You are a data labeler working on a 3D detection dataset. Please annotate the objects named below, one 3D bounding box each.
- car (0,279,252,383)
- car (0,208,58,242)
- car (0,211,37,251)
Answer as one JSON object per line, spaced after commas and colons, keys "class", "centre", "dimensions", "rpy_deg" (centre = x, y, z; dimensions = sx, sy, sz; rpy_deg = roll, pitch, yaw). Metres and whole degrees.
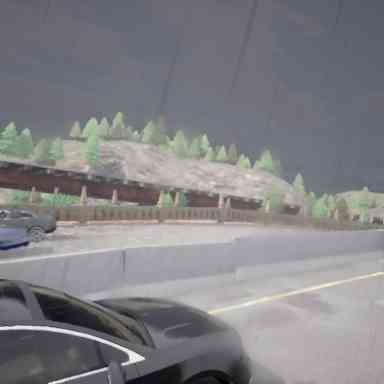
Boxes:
{"class": "car", "centre": [-1.655, 1.506, 2.566], "dimensions": [4.892, 1.490, 1.837], "rpy_deg": [0, 0, -35]}
{"class": "car", "centre": [-8.695, 1.501, 14.987], "dimensions": [4.902, 1.511, 2.128], "rpy_deg": [1, 0, -36]}
{"class": "car", "centre": [-8.316, 1.542, 10.958], "dimensions": [5.357, 1.411, 2.033], "rpy_deg": [0, 0, -35]}
